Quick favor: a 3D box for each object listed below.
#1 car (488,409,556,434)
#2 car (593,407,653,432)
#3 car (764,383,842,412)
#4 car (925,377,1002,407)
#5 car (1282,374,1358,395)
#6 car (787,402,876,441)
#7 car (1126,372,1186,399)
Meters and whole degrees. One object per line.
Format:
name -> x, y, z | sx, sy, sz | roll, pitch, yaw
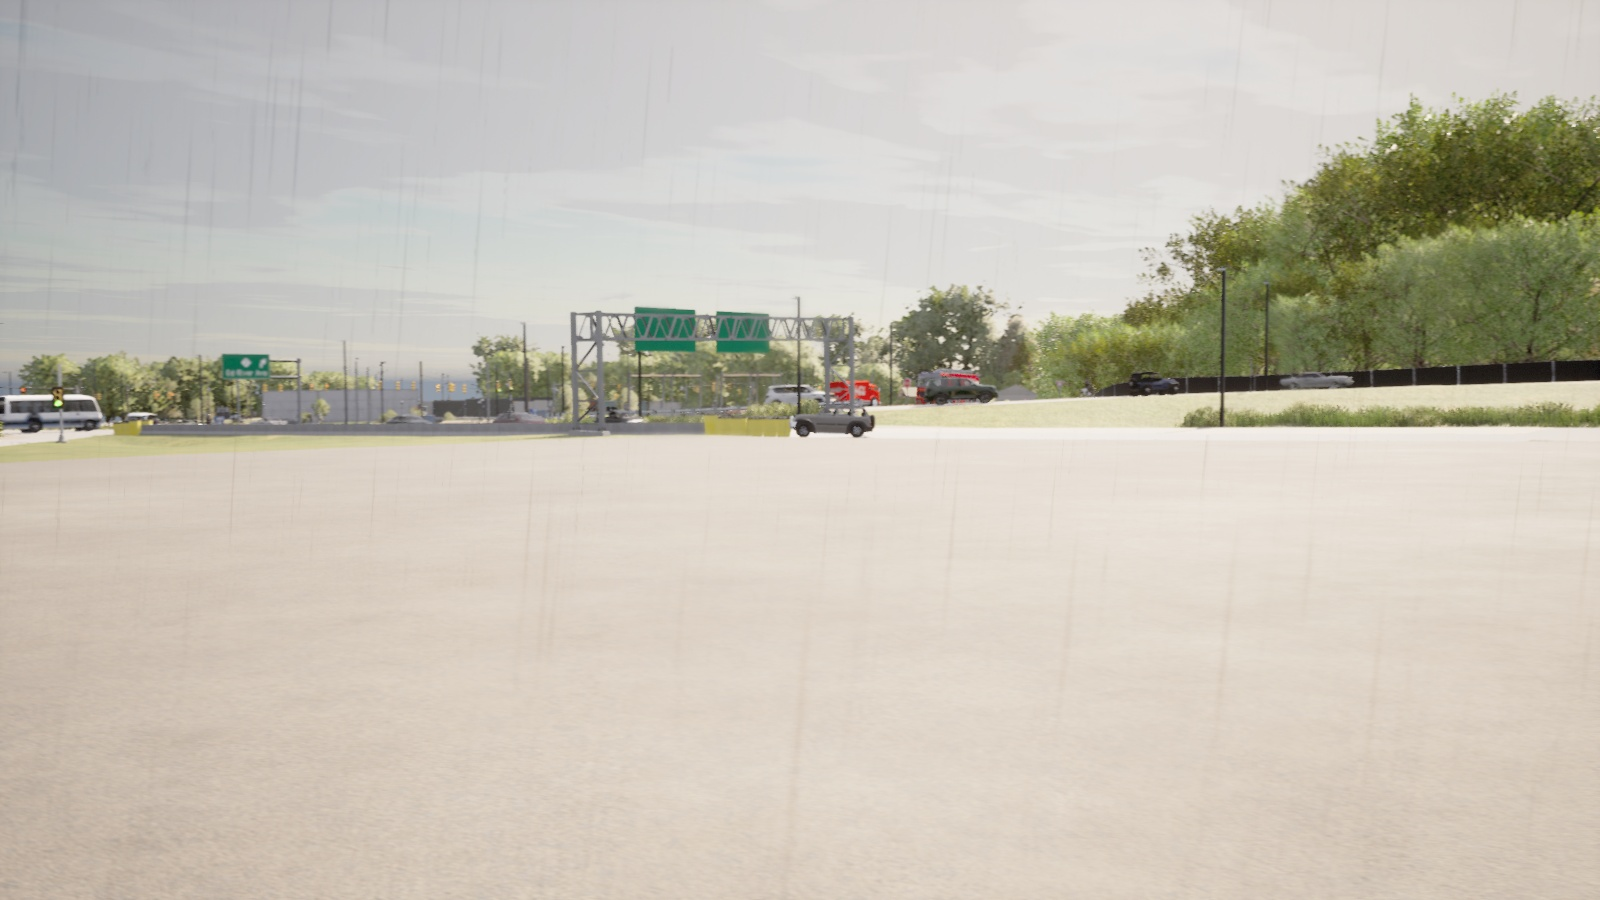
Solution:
car -> -19.327, -2.003, 87.312 | 4.856, 1.649, 2.033 | 1, 3, 40
car -> -12.135, -2.082, 85.823 | 3.988, 1.617, 1.851 | 1, 3, 40
car -> 0.221, -4.039, 96.487 | 5.566, 2.045, 2.150 | -1, 3, 18
car -> 12.269, -4.381, 94.559 | 5.566, 2.045, 2.150 | -2, 3, 6
car -> 37.754, -4.757, 91.255 | 4.718, 1.301, 1.895 | 0, 2, 38
car -> 1.680, -1.522, 67.043 | 4.605, 1.855, 1.932 | 2, 0, 1
car -> 26.640, -4.805, 94.116 | 3.866, 1.878, 1.905 | -2, 3, -15
